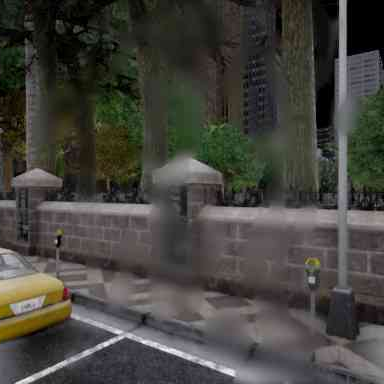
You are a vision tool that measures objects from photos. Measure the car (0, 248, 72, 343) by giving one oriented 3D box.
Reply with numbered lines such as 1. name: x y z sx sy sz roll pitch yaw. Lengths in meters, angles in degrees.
1. car: -4.130 1.525 5.926 4.829 1.417 1.752 0 0 36
